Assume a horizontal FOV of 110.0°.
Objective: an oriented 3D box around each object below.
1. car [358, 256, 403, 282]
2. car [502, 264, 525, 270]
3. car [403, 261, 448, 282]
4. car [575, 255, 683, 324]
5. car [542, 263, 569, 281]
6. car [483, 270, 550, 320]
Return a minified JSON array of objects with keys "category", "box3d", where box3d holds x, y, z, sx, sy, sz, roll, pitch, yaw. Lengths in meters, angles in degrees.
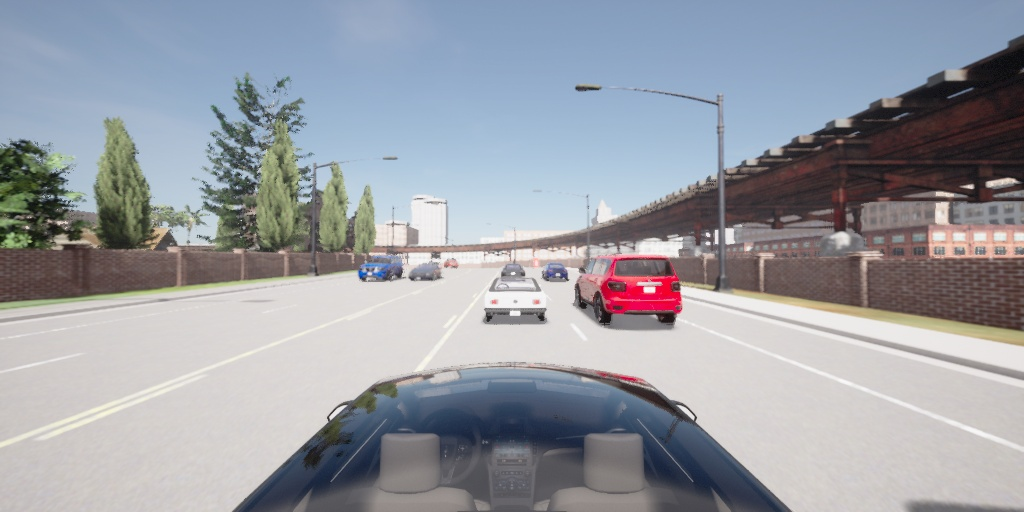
[{"category":"car","box3d":[-10.604,0.985,29.483,2.150,2.045,5.566,0,0,0]},{"category":"car","box3d":[0.098,1.327,29.801,1.994,1.385,4.181,0,0,0]},{"category":"car","box3d":[-7.103,1.311,29.907,2.033,1.411,5.357,0,0,0]},{"category":"car","box3d":[3.600,0.976,12.065,2.150,2.045,5.566,0,0,0]},{"category":"car","box3d":[3.599,1.289,30.325,1.812,1.442,4.674,0,0,0]},{"category":"car","box3d":[0.099,1.356,12.548,1.895,1.301,4.718,0,0,0]}]
